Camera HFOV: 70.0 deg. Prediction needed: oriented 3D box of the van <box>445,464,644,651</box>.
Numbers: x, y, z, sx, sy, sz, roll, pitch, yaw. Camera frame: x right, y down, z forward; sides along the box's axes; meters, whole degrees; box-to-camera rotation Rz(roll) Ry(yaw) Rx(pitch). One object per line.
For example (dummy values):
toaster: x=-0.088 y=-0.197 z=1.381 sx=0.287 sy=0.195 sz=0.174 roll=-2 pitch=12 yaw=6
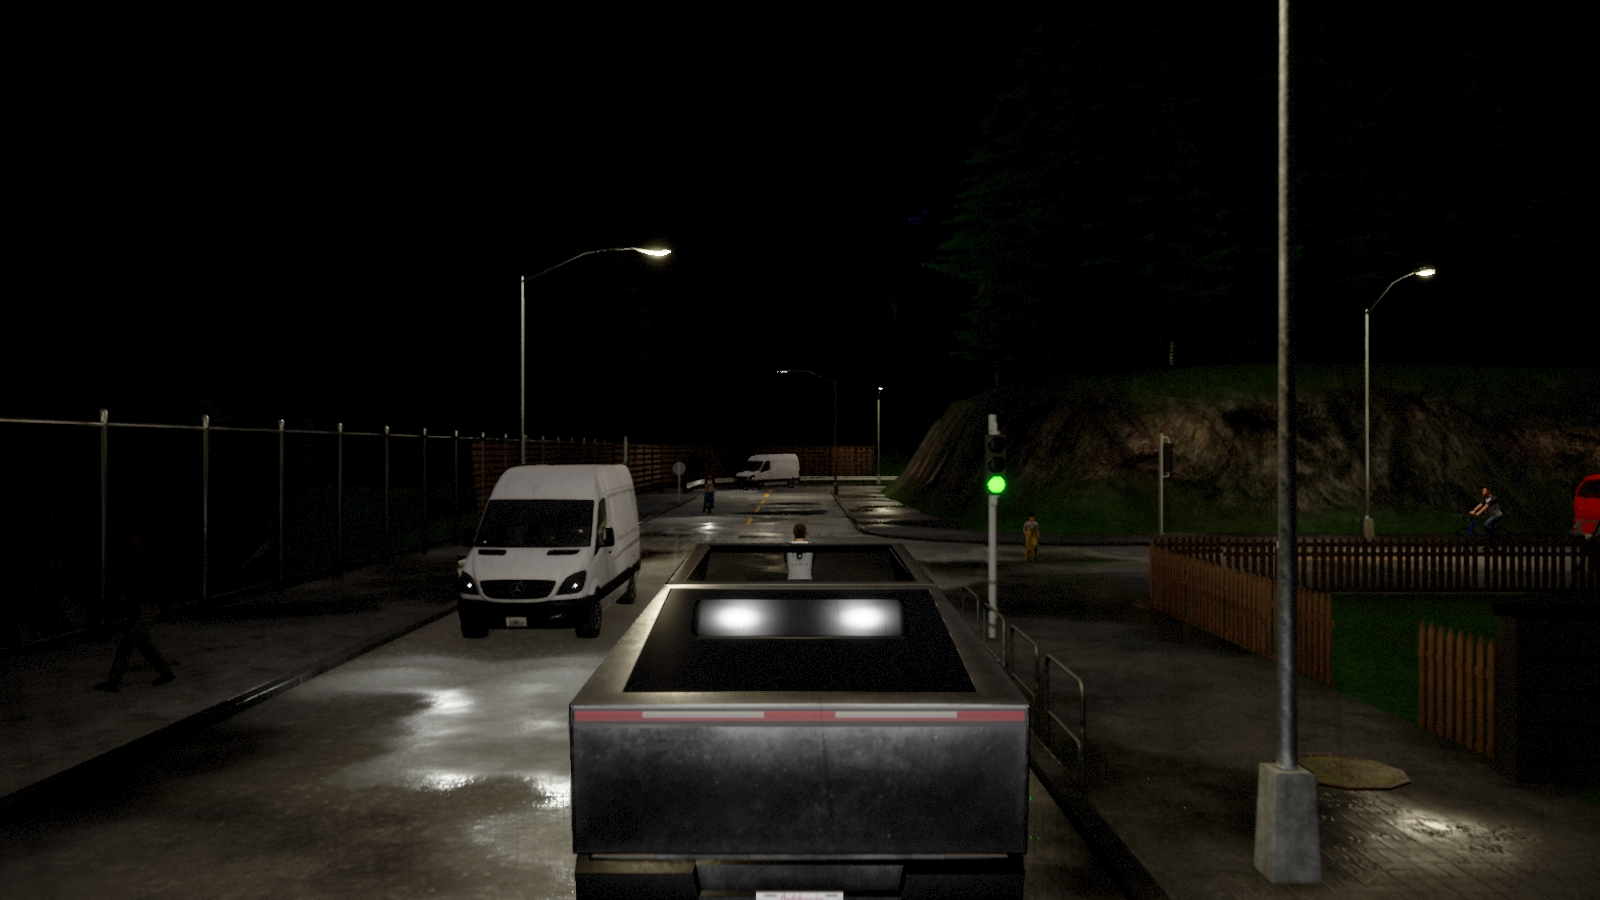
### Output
van: x=-3.999 y=1.549 z=19.025 sx=1.988 sy=2.561 sz=5.915 roll=0 pitch=0 yaw=0

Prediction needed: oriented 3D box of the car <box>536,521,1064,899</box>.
car: x=-0.001 y=1.760 z=8.302 sx=2.390 sy=2.098 sz=6.274 roll=0 pitch=0 yaw=0

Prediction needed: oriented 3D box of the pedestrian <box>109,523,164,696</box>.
pedestrian: x=-7.380 y=1.755 z=12.716 sx=0.375 sy=1.860 sz=0.375 roll=0 pitch=0 yaw=19

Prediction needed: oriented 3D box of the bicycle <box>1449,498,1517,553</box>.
bicycle: x=18.914 y=2.079 z=31.640 sx=1.643 sy=1.496 sz=0.373 roll=0 pitch=0 yaw=0

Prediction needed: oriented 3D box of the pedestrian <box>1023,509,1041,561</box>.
pedestrian: x=5.883 y=2.150 z=28.993 sx=0.375 sy=1.300 sz=0.375 roll=0 pitch=0 yaw=0

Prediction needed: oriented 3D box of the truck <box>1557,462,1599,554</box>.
truck: x=24.424 y=1.591 z=31.639 sx=5.204 sy=2.467 sz=2.627 roll=0 pitch=0 yaw=0
